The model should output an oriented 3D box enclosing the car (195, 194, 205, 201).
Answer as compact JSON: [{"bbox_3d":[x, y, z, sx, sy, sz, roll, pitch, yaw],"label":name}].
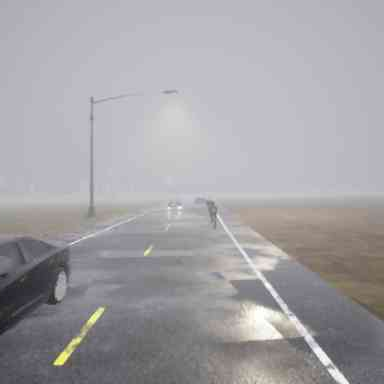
[{"bbox_3d":[1.740,1.249,74.031,2.128,1.511,4.902,0,0,1],"label":"car"}]

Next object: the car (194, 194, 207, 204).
[{"bbox_3d":[1.434,1.257,55.813,1.882,1.535,5.008,0,0,1],"label":"car"}]

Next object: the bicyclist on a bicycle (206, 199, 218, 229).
[{"bbox_3d":[1.223,1.377,18.840,0.582,1.620,1.656,0,0,1],"label":"bicyclist on a bicycle"}]

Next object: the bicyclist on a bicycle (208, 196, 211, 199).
[{"bbox_3d":[1.511,1.255,28.729,0.659,1.776,1.843,0,0,2],"label":"bicyclist on a bicycle"}]

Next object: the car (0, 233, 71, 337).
[{"bbox_3d":[-3.556,1.455,5.189,1.882,1.535,5.008,0,0,1],"label":"car"}]

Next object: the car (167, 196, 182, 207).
[{"bbox_3d":[-2.444,1.334,47.920,1.812,1.442,4.674,0,0,2],"label":"car"}]
